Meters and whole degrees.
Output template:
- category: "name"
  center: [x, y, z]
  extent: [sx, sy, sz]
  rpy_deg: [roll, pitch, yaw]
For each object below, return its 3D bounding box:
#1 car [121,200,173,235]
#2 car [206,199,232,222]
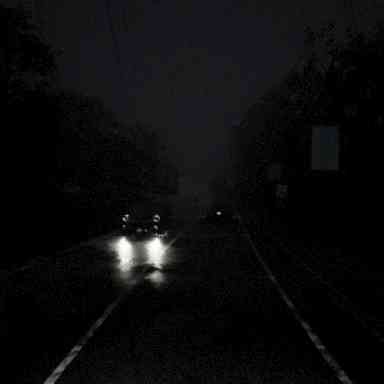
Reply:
- category: "car"
  center: [-2.364, 1.293, 18.501]
  extent: [2.097, 1.767, 4.553]
  rpy_deg: [1, 0, 6]
- category: "car"
  center: [2.176, 1.529, 26.553]
  extent: [1.994, 1.385, 4.181]
  rpy_deg: [1, 0, 6]
